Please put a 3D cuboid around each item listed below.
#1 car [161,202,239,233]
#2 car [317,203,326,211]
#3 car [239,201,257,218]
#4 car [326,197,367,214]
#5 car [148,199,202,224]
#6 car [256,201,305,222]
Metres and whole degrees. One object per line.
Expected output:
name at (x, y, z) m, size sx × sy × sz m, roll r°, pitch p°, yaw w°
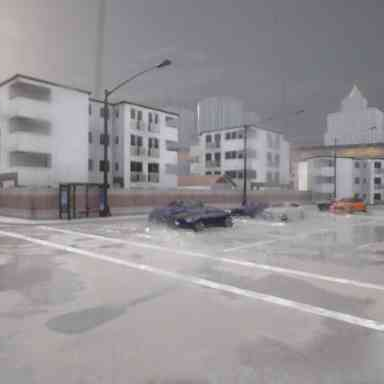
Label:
car at (0.565, 1.539, 19.652) m, size 1.994 × 1.385 × 4.181 m, roll 0°, pitch 0°, yaw 44°
car at (17.425, 1.634, 40.630) m, size 4.718 × 1.301 × 1.895 m, roll 0°, pitch 0°, yaw -34°
car at (5.801, 1.539, 29.965) m, size 2.033 × 1.411 × 5.357 m, roll 0°, pitch 0°, yaw 45°
car at (16.744, 1.384, 35.516) m, size 4.553 × 1.767 × 2.097 m, roll 0°, pitch 0°, yaw -39°
car at (-0.842, 1.320, 23.219) m, size 2.097 × 1.767 × 4.553 m, roll 0°, pitch 0°, yaw 45°
car at (7.416, 1.525, 26.621) m, size 1.812 × 1.442 × 4.674 m, roll 0°, pitch 0°, yaw 45°
